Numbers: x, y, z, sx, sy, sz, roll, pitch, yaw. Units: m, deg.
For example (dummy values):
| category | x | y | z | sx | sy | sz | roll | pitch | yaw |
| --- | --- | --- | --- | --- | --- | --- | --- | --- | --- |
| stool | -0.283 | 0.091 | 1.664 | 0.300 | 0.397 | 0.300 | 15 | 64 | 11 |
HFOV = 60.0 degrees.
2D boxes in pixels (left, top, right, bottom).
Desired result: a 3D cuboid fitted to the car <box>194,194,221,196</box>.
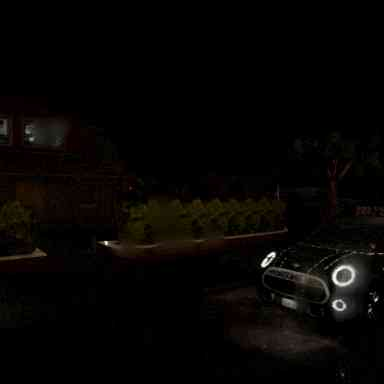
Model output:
| category | x | y | z | sx | sy | sz | roll | pitch | yaw |
| --- | --- | --- | --- | --- | --- | --- | --- | --- | --- |
| car | 1.831 | 1.221 | 30.197 | 2.150 | 2.045 | 5.566 | 0 | 0 | -35 |

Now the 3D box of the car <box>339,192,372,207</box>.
| category | x | y | z | sx | sy | sz | roll | pitch | yaw |
| --- | --- | --- | --- | --- | --- | --- | --- | --- | --- |
| car | 17.452 | 0.985 | 36.235 | 3.866 | 1.878 | 1.905 | 0 | 0 | 0 |

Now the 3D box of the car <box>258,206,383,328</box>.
| category | x | y | z | sx | sy | sz | roll | pitch | yaw |
| --- | --- | --- | --- | --- | --- | --- | --- | --- | --- |
| car | 3.526 | 1.352 | 7.111 | 4.553 | 1.767 | 2.097 | 0 | 0 | -35 |
